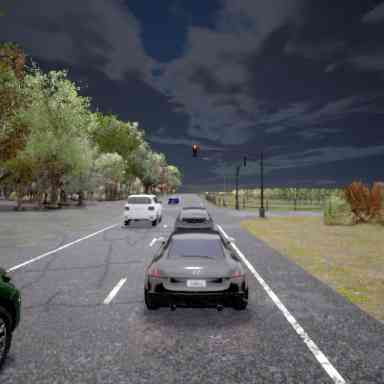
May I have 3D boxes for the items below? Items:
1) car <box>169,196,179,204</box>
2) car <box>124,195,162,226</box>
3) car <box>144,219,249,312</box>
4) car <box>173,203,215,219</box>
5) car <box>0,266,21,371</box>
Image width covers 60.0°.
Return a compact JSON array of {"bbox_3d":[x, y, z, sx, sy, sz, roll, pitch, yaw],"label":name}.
[{"bbox_3d":[-3.403,1.481,63.345,1.882,1.535,5.008,0,0,0],"label":"car"},{"bbox_3d":[-3.411,1.227,23.892,2.150,2.045,5.566,0,0,0],"label":"car"},{"bbox_3d":[0.094,1.566,7.820,1.994,1.385,4.181,0,0,0],"label":"car"},{"bbox_3d":[0.100,1.509,16.733,1.837,1.490,4.892,0,0,0],"label":"car"},{"bbox_3d":[-3.399,1.221,2.163,2.150,2.045,5.566,0,0,0],"label":"car"}]
